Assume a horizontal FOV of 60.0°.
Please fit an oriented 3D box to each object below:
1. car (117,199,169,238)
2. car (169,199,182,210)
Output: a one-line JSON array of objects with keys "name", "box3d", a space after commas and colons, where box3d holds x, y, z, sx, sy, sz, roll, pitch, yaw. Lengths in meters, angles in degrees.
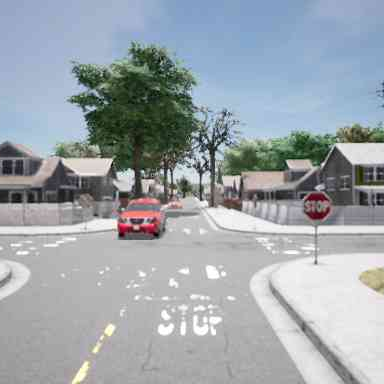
[{"name": "car", "box3d": [-2.748, 1.452, 19.225, 2.150, 2.045, 5.566, 0, -1, 0]}, {"name": "car", "box3d": [-2.746, 1.914, 54.134, 2.097, 1.767, 4.553, 0, -1, 0]}]
